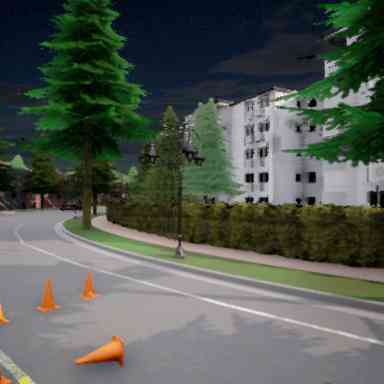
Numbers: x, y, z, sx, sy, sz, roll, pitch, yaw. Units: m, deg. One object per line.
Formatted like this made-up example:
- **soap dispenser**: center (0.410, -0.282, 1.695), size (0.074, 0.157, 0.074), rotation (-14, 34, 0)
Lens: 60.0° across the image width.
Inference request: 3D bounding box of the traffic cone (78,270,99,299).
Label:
- **traffic cone**: center (-2.353, 2.081, 7.581), size (0.340, 0.580, 0.340), rotation (0, -1, 35)

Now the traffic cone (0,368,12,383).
- **traffic cone**: center (-2.405, 2.012, 3.976), size (0.340, 0.580, 0.340), rotation (0, -1, 35)

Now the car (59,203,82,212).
- **car**: center (-19.169, 2.360, 52.732), size (1.994, 1.385, 4.181), rotation (0, -1, 10)

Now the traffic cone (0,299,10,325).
- **traffic cone**: center (-3.486, 2.037, 5.934), size (0.340, 0.580, 0.340), rotation (0, -1, 35)

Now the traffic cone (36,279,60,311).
- **traffic cone**: center (-2.919, 2.058, 6.758), size (0.340, 0.580, 0.340), rotation (0, -2, 35)
